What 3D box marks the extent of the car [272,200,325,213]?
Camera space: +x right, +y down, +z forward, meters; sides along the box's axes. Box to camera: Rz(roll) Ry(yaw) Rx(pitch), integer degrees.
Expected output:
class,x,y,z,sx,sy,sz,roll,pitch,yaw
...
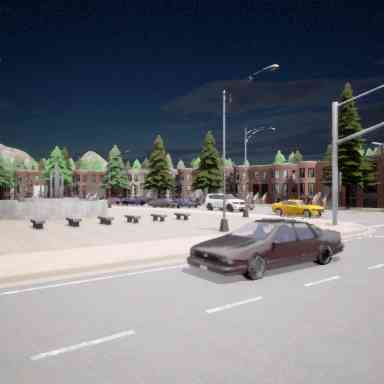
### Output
class,x,y,z,sx,sy,sz,roll,pitch,yaw
car,9.758,1.478,30.785,1.882,1.535,5.008,0,0,-37

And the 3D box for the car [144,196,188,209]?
class,x,y,z,sx,sy,sz,roll,pitch,yaw
car,-3.665,1.547,45.873,5.357,1.411,2.033,0,0,36

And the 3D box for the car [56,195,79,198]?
class,x,y,z,sx,sy,sz,roll,pitch,yaw
car,-23.812,1.505,60.701,4.892,1.490,1.837,0,0,5

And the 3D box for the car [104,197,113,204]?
class,x,y,z,sx,sy,sz,roll,pitch,yaw
car,-14.075,1.564,58.835,4.181,1.385,1.994,0,0,18

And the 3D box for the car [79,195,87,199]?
class,x,y,z,sx,sy,sz,roll,pitch,yaw
car,-22.551,1.352,63.996,4.553,1.767,2.097,0,0,7

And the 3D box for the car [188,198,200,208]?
class,x,y,z,sx,sy,sz,roll,pitch,yaw
car,-1.248,1.547,48.412,5.357,1.411,2.033,0,0,37

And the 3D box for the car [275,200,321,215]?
class,x,y,z,sx,sy,sz,roll,pitch,yaw
car,11.075,1.564,34.859,1.994,1.385,4.181,0,0,-37

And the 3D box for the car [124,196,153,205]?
class,x,y,z,sx,sy,sz,roll,pitch,yaw
car,-9.830,1.504,61.124,4.892,1.490,1.837,0,0,21

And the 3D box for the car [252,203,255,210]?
class,x,y,z,sx,sy,sz,roll,pitch,yaw
car,5.689,1.526,41.745,1.812,1.442,4.674,0,0,-41

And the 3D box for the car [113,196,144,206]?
class,x,y,z,sx,sy,sz,roll,pitch,yaw
car,-9.820,1.601,53.491,4.718,1.301,1.895,0,0,24

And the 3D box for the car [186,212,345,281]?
class,x,y,z,sx,sy,sz,roll,pitch,yaw
car,2.461,1.547,10.067,5.357,1.411,2.033,0,0,-36

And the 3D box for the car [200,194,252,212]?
class,x,y,z,sx,sy,sz,roll,pitch,yaw
car,3.831,1.221,38.651,2.150,2.045,5.566,0,0,-39

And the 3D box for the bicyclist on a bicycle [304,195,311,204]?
class,x,y,z,sx,sy,sz,roll,pitch,yaw
bicyclist on a bicycle,16.182,1.303,46.625,1.656,1.620,0.582,0,0,-37
